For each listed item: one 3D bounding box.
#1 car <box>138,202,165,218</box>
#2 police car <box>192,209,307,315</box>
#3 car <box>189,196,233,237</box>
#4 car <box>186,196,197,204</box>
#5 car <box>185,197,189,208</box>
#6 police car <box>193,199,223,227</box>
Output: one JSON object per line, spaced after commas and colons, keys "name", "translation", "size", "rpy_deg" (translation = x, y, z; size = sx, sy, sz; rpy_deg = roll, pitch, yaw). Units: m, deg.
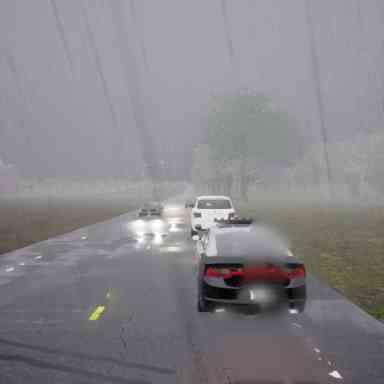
{"name": "car", "translation": [-3.530, 1.574, 29.391], "size": [1.895, 1.301, 4.718], "rpy_deg": [0, 0, 0]}
{"name": "police car", "translation": [1.043, 1.421, 7.811], "size": [1.930, 1.638, 5.238], "rpy_deg": [0, 0, 0]}
{"name": "car", "translation": [1.034, 1.213, 17.732], "size": [2.150, 2.045, 5.566], "rpy_deg": [0, 0, 0]}
{"name": "car", "translation": [-0.058, 1.482, 60.432], "size": [1.895, 1.301, 4.718], "rpy_deg": [0, 0, 0]}
{"name": "car", "translation": [-0.002, 1.480, 45.574], "size": [2.033, 1.411, 5.357], "rpy_deg": [0, 0, 1]}
{"name": "police car", "translation": [1.028, 1.407, 23.814], "size": [1.930, 1.638, 5.238], "rpy_deg": [0, 0, 0]}
